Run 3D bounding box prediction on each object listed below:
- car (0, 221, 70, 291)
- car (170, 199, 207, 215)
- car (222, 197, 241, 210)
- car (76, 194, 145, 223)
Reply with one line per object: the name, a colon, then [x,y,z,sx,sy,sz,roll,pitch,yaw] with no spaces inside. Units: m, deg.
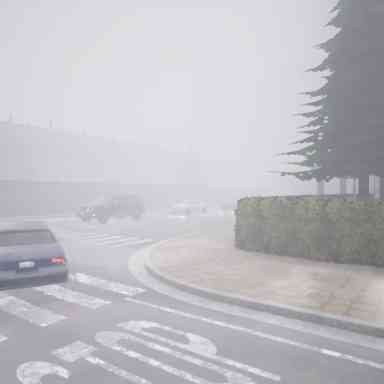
car: [-4.561,1.505,8.917,2.033,1.411,5.357,0,0,-29]
car: [-0.225,1.470,33.248,1.812,1.442,4.674,0,0,35]
car: [5.514,1.422,41.321,1.882,1.535,5.008,0,0,36]
car: [-5.966,1.166,25.230,2.150,2.045,5.566,0,0,35]
